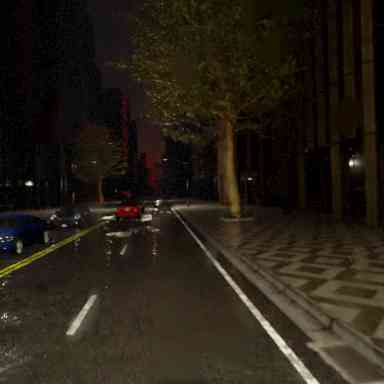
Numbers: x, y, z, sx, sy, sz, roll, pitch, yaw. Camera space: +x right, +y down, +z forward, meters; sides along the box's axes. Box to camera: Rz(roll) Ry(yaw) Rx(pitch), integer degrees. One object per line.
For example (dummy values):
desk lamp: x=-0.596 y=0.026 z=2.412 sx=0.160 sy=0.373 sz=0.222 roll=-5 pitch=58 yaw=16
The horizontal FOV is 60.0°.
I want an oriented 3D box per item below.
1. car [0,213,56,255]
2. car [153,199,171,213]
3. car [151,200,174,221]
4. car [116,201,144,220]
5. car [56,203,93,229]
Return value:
car: x=-7.888 y=1.759 z=14.659 sx=1.882 sy=1.535 sz=5.008 roll=-2 pitch=0 yaw=-5
car: x=-3.952 y=1.795 z=43.508 sx=2.128 sy=1.511 sz=4.902 roll=-2 pitch=0 yaw=-5
car: x=-2.607 y=1.748 z=29.326 sx=2.033 sy=1.411 sz=5.357 roll=-2 pitch=0 yaw=-5
car: x=-6.135 y=1.665 z=32.563 sx=2.097 sy=1.767 sz=4.553 roll=-2 pitch=0 yaw=-5
car: x=-8.794 y=1.704 z=24.554 sx=2.097 sy=1.767 sz=4.553 roll=-2 pitch=0 yaw=-5
